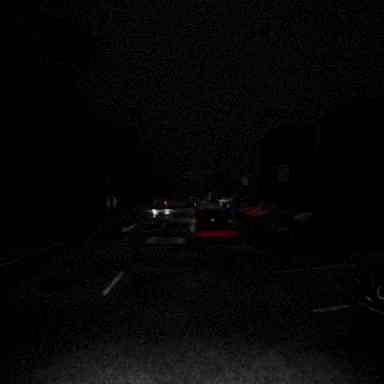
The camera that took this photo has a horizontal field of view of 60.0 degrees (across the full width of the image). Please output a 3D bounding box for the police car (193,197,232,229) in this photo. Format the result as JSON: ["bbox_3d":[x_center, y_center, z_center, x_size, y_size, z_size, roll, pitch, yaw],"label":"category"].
[{"bbox_3d":[1.199,1.397,21.587,1.930,1.638,5.238,0,0,0],"label":"police car"}]

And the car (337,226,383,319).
[{"bbox_3d":[5.314,1.478,5.749,4.892,1.521,2.231,1,0,-20],"label":"car"}]

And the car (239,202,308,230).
[{"bbox_3d":[5.304,1.489,17.741,4.792,1.488,2.163,1,0,-20],"label":"car"}]

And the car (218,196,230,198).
[{"bbox_3d":[5.224,1.450,32.695,5.366,1.575,1.946,1,0,-20],"label":"car"}]

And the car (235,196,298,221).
[{"bbox_3d":[5.376,1.333,20.761,4.553,1.767,2.185,1,0,-20],"label":"car"}]

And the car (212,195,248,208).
[{"bbox_3d":[5.440,1.347,47.769,4.553,1.767,2.185,1,0,-20],"label":"car"}]

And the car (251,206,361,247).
[{"bbox_3d":[5.325,1.504,14.749,4.674,1.452,2.002,1,0,-20],"label":"car"}]

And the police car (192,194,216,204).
[{"bbox_3d":[1.263,1.399,37.587,1.930,1.638,5.238,0,0,0],"label":"police car"}]

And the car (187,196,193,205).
[{"bbox_3d":[0.134,1.486,57.959,1.882,1.535,5.008,0,0,0],"label":"car"}]

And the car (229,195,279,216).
[{"bbox_3d":[5.388,1.331,23.762,4.553,1.767,2.185,1,0,-20],"label":"car"}]

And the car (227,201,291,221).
[{"bbox_3d":[5.365,1.495,26.759,4.674,1.452,2.002,1,0,-20],"label":"car"}]

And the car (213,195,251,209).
[{"bbox_3d":[5.426,1.341,44.767,4.553,1.767,2.185,1,0,-20],"label":"car"}]

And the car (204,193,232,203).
[{"bbox_3d":[5.551,1.275,71.826,5.566,2.045,2.435,1,0,-20],"label":"car"}]

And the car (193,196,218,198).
[{"bbox_3d":[1.238,1.425,31.667,1.801,1.575,5.366,0,0,0],"label":"car"}]

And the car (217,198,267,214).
[{"bbox_3d":[5.384,1.487,35.752,4.792,1.488,2.163,1,0,-20],"label":"car"}]

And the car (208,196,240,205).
[{"bbox_3d":[5.498,1.491,56.788,5.008,1.535,2.097,1,0,-20],"label":"car"}]

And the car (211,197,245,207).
[{"bbox_3d":[5.485,1.519,50.777,4.674,1.452,2.002,1,0,-20],"label":"car"}]

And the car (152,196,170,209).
[{"bbox_3d":[-3.984,1.331,43.612,2.097,1.767,4.553,0,0,0],"label":"car"}]

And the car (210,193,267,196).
[{"bbox_3d":[5.405,1.208,38.753,5.566,2.045,2.435,1,0,-20],"label":"car"}]
